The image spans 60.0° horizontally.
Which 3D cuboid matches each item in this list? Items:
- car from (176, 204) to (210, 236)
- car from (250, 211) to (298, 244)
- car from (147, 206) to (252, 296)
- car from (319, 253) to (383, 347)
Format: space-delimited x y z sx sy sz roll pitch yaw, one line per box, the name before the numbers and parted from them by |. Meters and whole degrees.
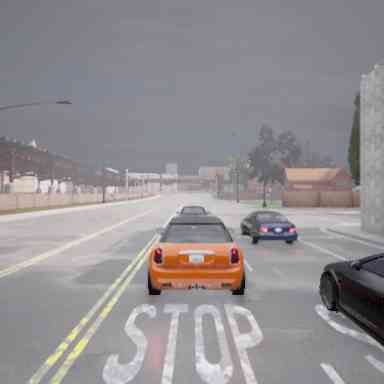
car | 0.074 1.605 20.422 1.837 1.490 4.892 0 0 0
car | 3.576 1.635 16.282 2.033 1.411 5.357 0 0 0
car | 0.089 1.396 8.933 2.097 1.767 4.553 0 0 0
car | 3.594 1.599 5.157 1.994 1.385 4.181 0 0 0
